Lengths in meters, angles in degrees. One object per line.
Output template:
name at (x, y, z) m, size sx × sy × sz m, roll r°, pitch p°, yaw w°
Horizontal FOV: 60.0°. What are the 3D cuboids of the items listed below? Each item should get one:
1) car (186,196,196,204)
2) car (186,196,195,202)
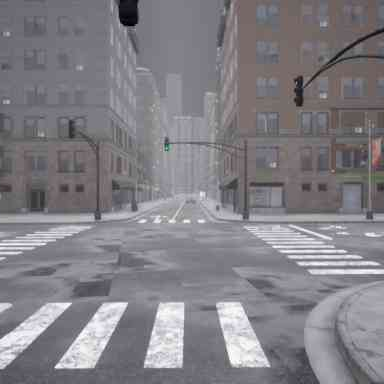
car at (-0.276, 1.654, 63.633) m, size 1.895 × 1.301 × 4.718 m, roll 0°, pitch 0°, yaw 0°
car at (-0.339, 1.489, 73.637) m, size 1.895 × 1.301 × 4.718 m, roll 0°, pitch 0°, yaw 0°
